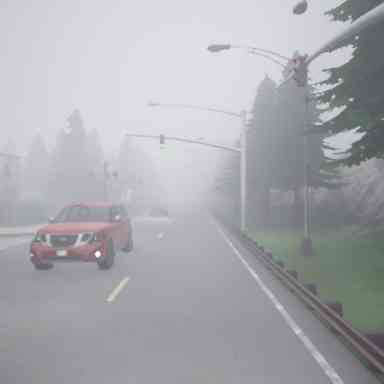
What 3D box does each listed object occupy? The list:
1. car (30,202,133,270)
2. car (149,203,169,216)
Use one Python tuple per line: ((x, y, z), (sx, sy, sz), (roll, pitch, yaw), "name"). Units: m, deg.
((-3.530, 1.371, 11.785), (2.150, 2.045, 5.566), (-1, -1, 0), "car")
((-3.515, 1.880, 36.098), (1.895, 1.301, 4.718), (0, 0, 0), "car")
